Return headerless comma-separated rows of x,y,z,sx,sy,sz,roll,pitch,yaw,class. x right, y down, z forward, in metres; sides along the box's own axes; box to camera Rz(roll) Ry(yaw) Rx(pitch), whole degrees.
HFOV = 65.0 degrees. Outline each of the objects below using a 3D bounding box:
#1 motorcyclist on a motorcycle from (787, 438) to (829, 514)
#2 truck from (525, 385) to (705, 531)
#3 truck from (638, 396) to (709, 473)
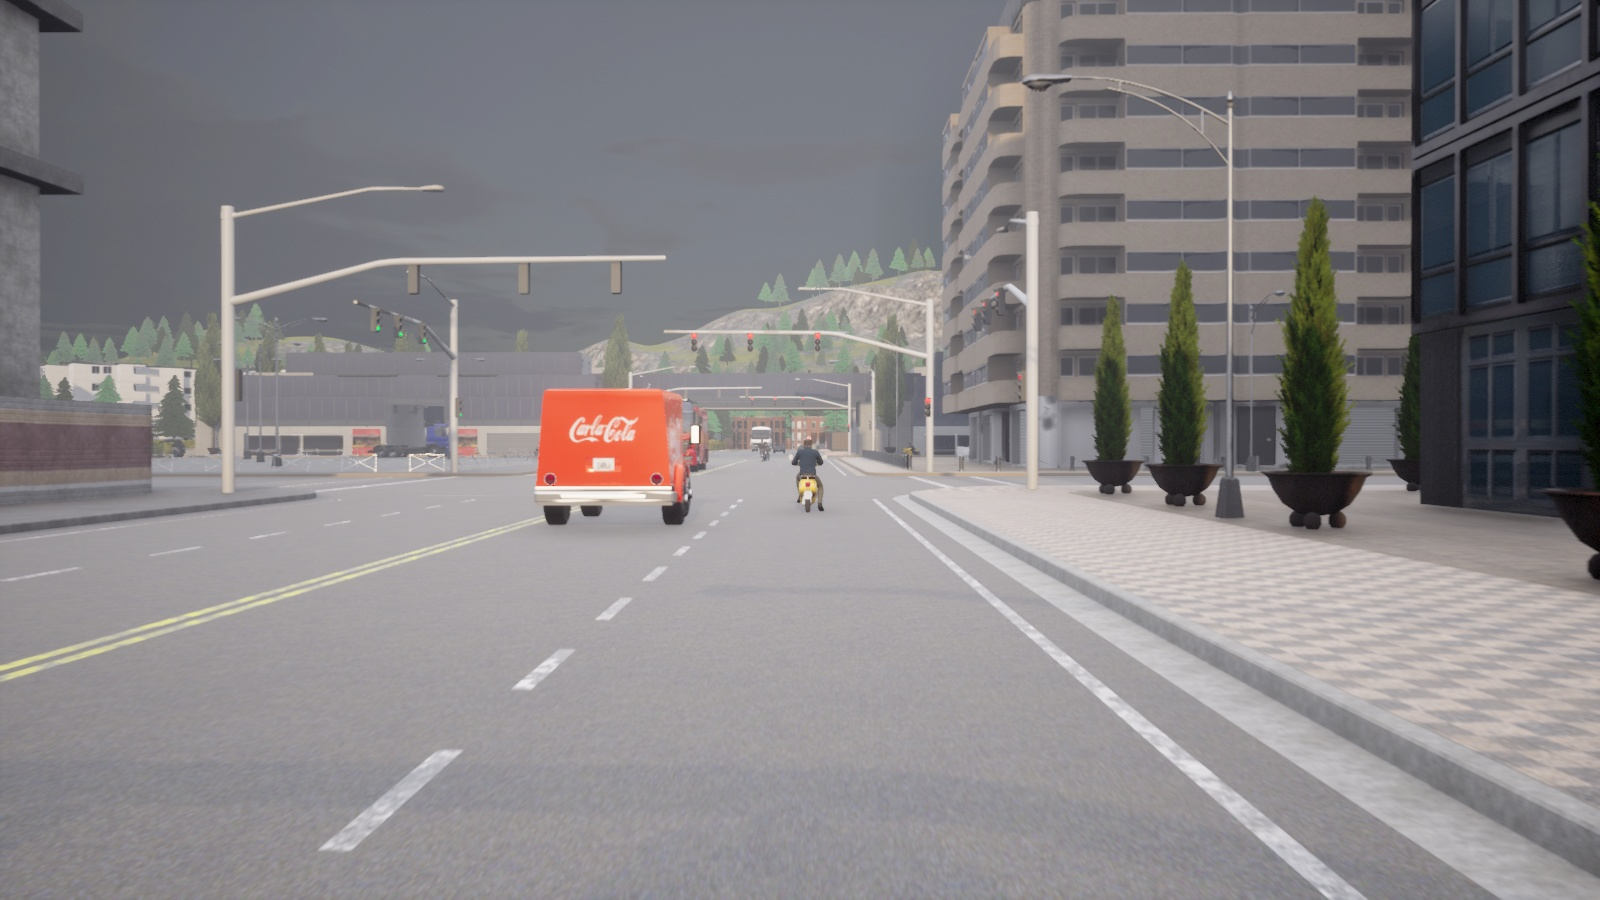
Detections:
0.170,0.546,27.281,0.866,1.590,1.817,0,0,0,motorcyclist on a motorcycle
-3.348,0.122,23.960,2.627,2.467,5.204,0,0,0,truck
-6.604,-0.802,66.777,2.891,3.827,8.468,0,1,0,truck
